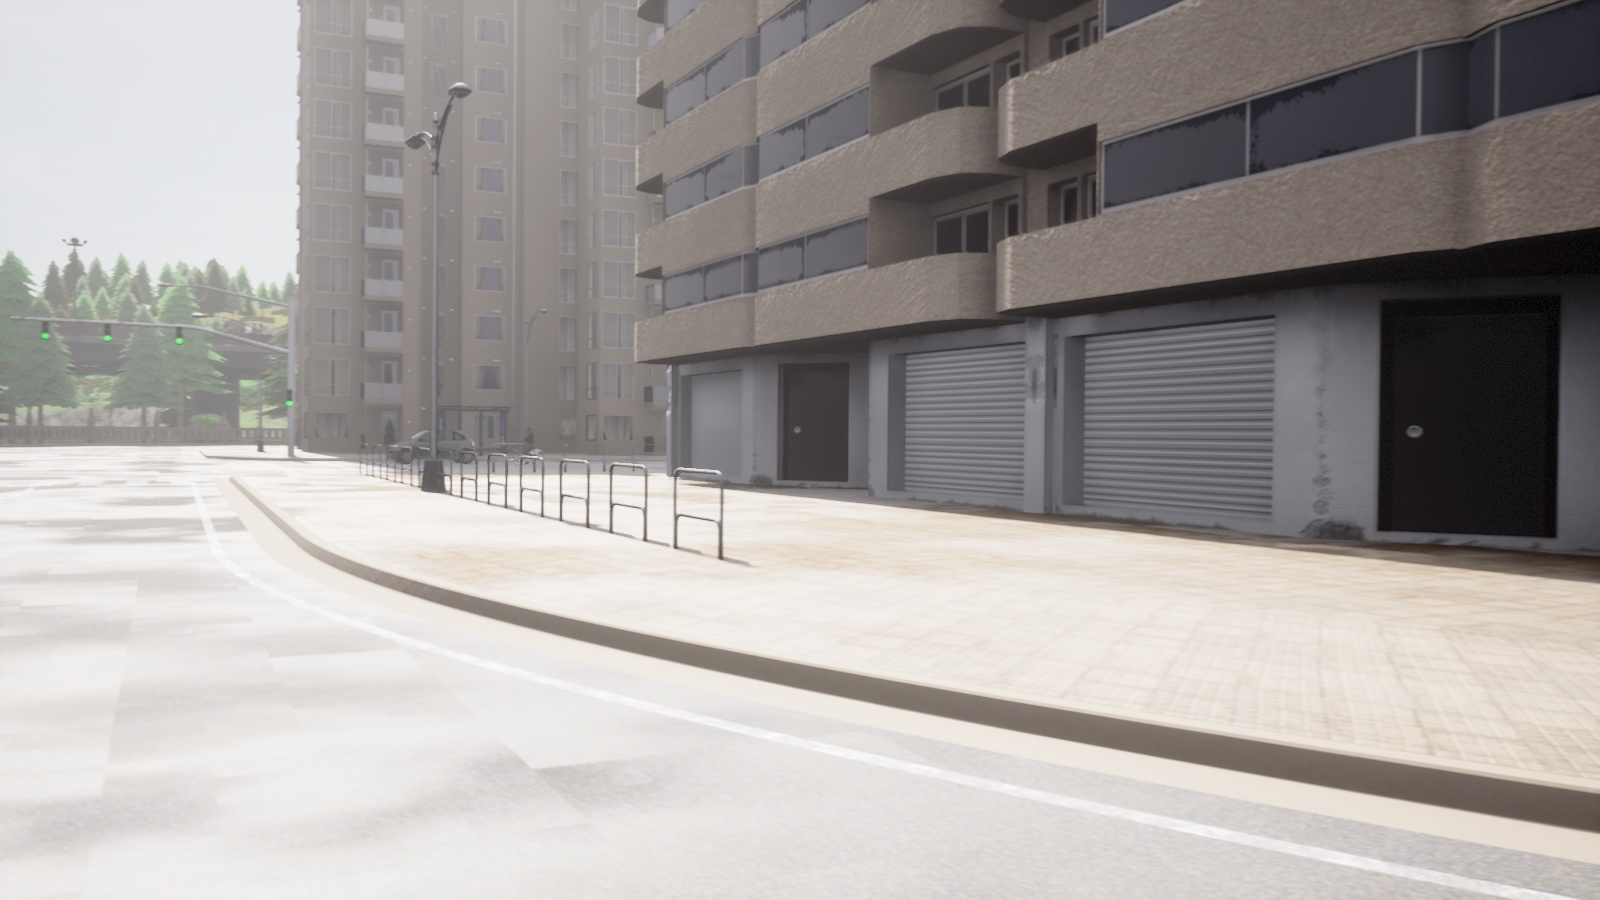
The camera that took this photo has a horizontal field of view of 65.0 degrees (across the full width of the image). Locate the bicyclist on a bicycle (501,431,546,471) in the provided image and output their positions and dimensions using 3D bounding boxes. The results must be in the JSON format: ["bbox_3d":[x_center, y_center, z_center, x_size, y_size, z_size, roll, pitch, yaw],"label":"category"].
[{"bbox_3d":[-12.406,0.051,56.284,1.843,1.776,0.659,-1,1,-28],"label":"bicyclist on a bicycle"}]

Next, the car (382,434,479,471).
[{"bbox_3d":[-17.021,0.098,57.808,3.988,1.617,1.851,-1,1,-27],"label":"car"}]
